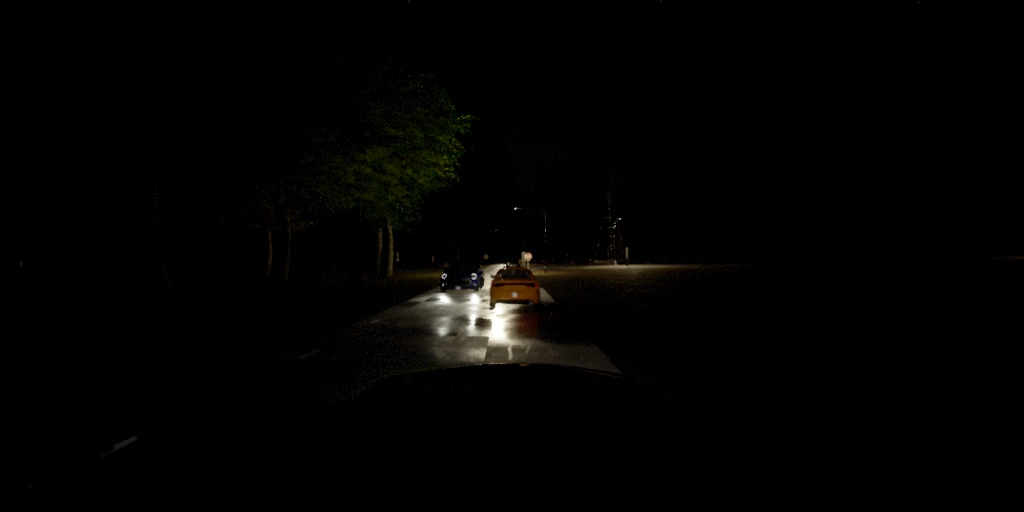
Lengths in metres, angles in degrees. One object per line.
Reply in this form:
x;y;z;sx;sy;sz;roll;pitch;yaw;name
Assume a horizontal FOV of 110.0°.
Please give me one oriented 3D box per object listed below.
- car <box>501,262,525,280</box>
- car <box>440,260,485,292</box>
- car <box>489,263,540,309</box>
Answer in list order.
0.101;1.284;32.051;1.994;1.385;4.181;0;0;0;car
-2.791;1.071;20.884;2.097;1.767;4.553;0;0;0;car
0.099;1.204;14.948;1.882;1.535;5.008;0;0;0;car
